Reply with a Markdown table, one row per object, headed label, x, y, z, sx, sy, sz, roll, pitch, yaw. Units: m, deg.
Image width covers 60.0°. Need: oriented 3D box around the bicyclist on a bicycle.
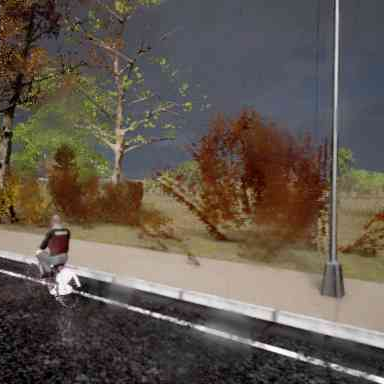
| label | x | y | z | sx | sy | sz | roll | pitch | yaw |
| --- | --- | --- | --- | --- | --- | --- | --- | --- | --- |
| bicyclist on a bicycle | -2.819 | 1.332 | 6.606 | 1.843 | 1.776 | 0.659 | 1 | 0 | 35 |
